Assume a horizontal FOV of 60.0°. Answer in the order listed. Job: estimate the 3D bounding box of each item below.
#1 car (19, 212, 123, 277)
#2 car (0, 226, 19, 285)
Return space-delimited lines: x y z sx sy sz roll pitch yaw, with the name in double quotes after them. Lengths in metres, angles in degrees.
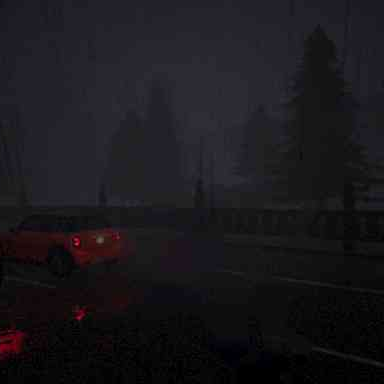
-4.463 1.426 10.613 4.553 1.767 2.097 -1 0 30 "car"
-6.538 1.563 7.799 5.008 1.535 1.882 -1 0 30 "car"
